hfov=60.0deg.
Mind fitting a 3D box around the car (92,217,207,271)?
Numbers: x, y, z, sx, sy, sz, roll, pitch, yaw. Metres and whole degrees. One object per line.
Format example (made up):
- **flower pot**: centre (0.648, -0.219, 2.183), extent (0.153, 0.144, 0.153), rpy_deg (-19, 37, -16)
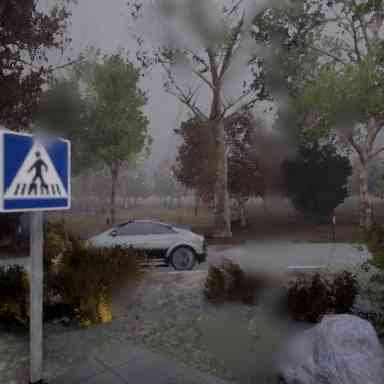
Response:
- **car**: centre (-1.668, 1.453, 9.587), extent (4.181, 1.385, 1.994), rpy_deg (-2, 0, -2)
